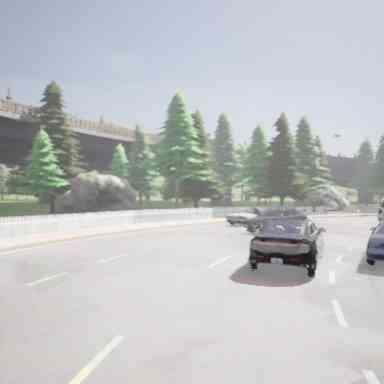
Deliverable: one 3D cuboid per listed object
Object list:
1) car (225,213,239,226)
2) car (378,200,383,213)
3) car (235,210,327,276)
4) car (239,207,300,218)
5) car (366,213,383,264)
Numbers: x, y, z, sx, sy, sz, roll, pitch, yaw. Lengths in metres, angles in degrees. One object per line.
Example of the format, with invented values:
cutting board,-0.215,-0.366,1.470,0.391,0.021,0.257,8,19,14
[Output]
car,4.615,1.808,24.414,4.718,1.301,1.895,1,-1,-41
car,15.457,1.520,23.445,5.566,2.045,2.150,1,-1,-31
car,3.217,1.596,10.866,2.128,1.511,4.902,0,0,25
car,5.197,1.688,20.068,1.837,1.490,4.892,-1,-1,45
car,7.379,1.695,11.774,2.033,1.411,5.357,0,-1,33
